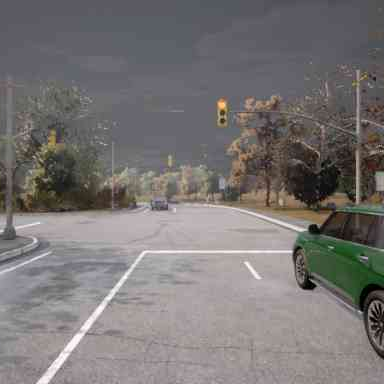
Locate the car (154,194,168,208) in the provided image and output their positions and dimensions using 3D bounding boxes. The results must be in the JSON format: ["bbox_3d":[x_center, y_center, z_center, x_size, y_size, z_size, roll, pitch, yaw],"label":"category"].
[{"bbox_3d":[-5.090,1.467,54.576,2.150,2.045,5.566,0,-1,-7],"label":"car"}]

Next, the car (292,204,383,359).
[{"bbox_3d":[3.586,1.221,6.026,2.150,2.045,5.566,0,0,0],"label":"car"}]

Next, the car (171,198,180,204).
[{"bbox_3d":[-4.601,2.359,82.953,2.128,1.511,4.902,0,-1,-22],"label":"car"}]

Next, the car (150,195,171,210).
[{"bbox_3d":[-4.155,1.428,43.246,2.097,1.767,4.553,0,-1,-4],"label":"car"}]

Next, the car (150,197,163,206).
[{"bbox_3d":[-7.447,1.913,68.863,2.097,1.767,4.553,0,-1,-13],"label":"car"}]
